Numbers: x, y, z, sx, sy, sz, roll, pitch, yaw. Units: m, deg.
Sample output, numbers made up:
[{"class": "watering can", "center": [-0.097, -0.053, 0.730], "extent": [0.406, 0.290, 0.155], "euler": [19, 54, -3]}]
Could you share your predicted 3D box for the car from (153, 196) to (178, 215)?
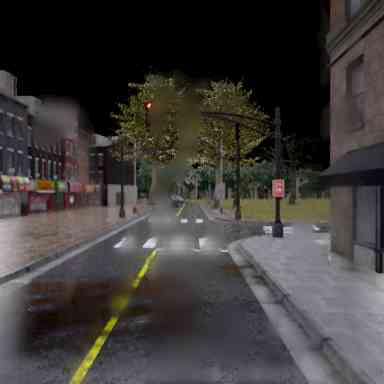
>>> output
[{"class": "car", "center": [-2.866, 1.516, 34.196], "extent": [2.128, 1.511, 4.902], "euler": [0, 0, 0]}]

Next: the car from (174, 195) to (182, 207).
[{"class": "car", "center": [-2.877, 1.605, 48.187], "extent": [2.033, 1.411, 5.357], "euler": [0, 0, 0]}]

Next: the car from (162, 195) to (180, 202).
[{"class": "car", "center": [-5.037, 1.600, 78.901], "extent": [1.882, 1.535, 5.008], "euler": [0, 0, -38]}]
